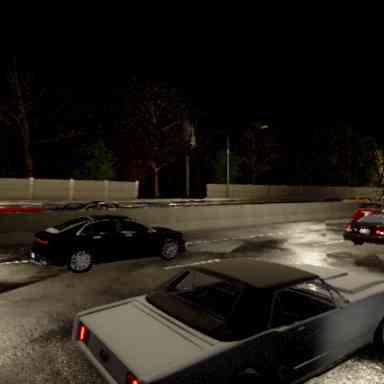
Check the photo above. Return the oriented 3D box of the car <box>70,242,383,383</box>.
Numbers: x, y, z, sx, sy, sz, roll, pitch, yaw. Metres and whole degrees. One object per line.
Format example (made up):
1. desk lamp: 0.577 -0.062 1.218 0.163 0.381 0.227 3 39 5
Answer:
1. car: 1.039 1.599 4.493 4.718 1.301 1.895 0 0 -36

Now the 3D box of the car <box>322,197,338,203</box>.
1. car: 23.473 1.583 55.102 4.181 1.385 1.994 0 0 -35

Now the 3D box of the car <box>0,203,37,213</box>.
1. car: -13.905 1.588 28.473 4.718 1.301 1.895 0 0 -36

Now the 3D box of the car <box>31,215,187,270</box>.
1. car: -2.424 1.500 10.622 4.892 1.490 1.837 0 0 -36

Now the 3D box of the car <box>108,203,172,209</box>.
1. car: -2.798 1.539 23.504 5.357 1.411 2.033 0 0 -36

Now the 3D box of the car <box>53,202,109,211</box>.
1. car: -7.321 1.495 24.573 4.892 1.490 1.837 0 0 -36

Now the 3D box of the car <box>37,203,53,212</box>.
1. car: -9.899 1.553 27.033 4.181 1.385 1.994 0 0 -36

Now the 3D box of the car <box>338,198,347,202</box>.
1. car: 25.670 1.498 52.374 5.008 1.535 1.882 0 0 -35

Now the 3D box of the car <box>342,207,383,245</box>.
1. car: 8.604 1.544 14.199 5.357 1.411 2.033 0 0 -36

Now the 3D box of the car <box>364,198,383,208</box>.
1. car: 27.788 1.623 49.583 4.718 1.301 1.895 0 0 -35

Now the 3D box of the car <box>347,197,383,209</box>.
1. car: 12.224 1.348 21.089 4.553 1.767 2.097 0 0 -36
